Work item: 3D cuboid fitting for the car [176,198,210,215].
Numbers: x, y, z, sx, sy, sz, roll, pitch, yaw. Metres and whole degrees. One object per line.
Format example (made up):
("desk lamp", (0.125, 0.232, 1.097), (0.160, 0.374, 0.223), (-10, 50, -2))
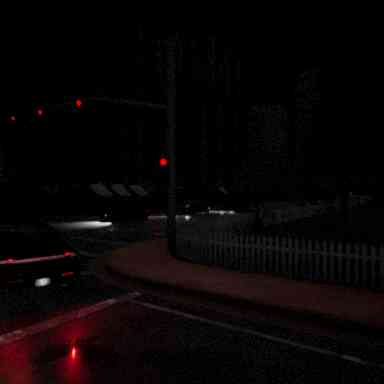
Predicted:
("car", (-0.036, 1.412, 34.970), (2.097, 1.767, 4.553), (0, 0, 34))

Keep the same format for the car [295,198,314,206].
("car", (19.268, 1.651, 56.946), (1.895, 1.301, 4.718), (0, 0, 34))

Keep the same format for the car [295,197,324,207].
("car", (16.198, 1.587, 46.138), (2.033, 1.411, 5.357), (0, 0, 34))

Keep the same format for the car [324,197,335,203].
("car", (22.145, 1.587, 54.958), (2.033, 1.411, 5.357), (0, 0, 34))

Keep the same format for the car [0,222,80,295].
("car", (-4.338, 1.516, 8.302), (2.128, 1.511, 4.902), (0, 0, -38))

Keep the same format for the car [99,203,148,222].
("car", (-5.457, 1.623, 26.949), (1.994, 1.385, 4.181), (0, 0, 34))

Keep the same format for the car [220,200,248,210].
("car", (5.528, 1.661, 43.187), (1.895, 1.301, 4.718), (0, 0, 34))
